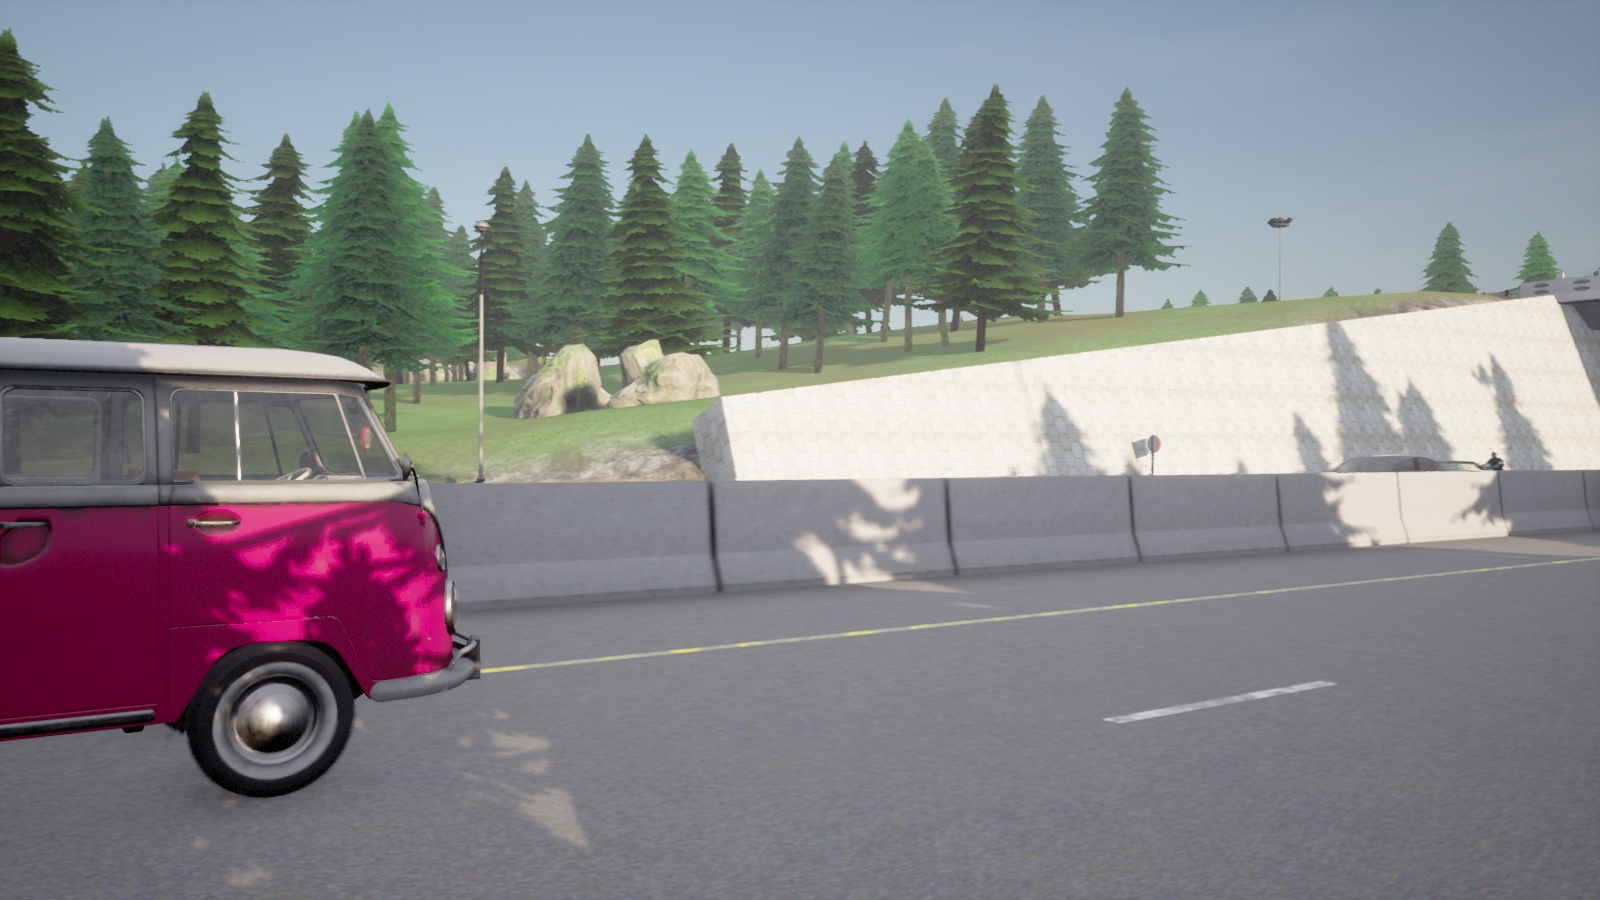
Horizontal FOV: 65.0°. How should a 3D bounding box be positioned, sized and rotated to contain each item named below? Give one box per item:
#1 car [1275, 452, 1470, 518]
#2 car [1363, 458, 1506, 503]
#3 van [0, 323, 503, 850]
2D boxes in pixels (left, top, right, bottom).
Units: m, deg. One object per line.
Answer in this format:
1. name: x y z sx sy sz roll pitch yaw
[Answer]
1. car: 13.890 0.790 30.384 4.792 1.488 2.163 0 0 -35
2. car: 19.519 0.898 38.565 4.718 1.301 1.895 0 0 -35
3. van: -3.721 0.518 5.334 4.442 1.987 1.775 0 0 -35
